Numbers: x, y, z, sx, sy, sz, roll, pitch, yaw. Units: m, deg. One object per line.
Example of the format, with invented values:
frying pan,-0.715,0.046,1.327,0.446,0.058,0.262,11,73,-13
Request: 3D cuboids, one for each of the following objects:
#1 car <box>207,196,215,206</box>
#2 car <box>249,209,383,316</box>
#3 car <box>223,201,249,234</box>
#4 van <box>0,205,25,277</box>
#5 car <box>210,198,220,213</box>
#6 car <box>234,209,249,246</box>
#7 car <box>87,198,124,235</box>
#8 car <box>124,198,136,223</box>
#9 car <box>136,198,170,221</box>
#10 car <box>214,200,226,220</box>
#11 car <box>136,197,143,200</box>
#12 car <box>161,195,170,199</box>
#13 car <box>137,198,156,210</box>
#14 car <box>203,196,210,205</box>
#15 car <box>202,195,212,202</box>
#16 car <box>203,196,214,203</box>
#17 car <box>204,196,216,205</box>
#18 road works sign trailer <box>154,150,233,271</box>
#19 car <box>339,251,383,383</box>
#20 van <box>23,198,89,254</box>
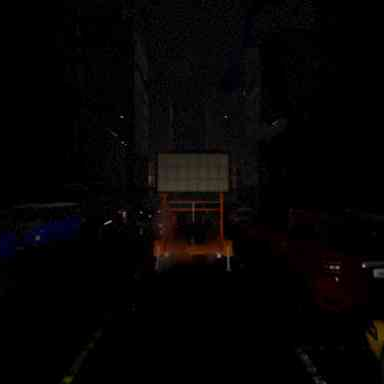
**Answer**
car,2.981,1.467,35.325,2.008,1.369,4.403,-1,0,0
car,2.875,1.299,7.396,2.192,1.841,5.009,-1,0,0
car,2.919,1.483,18.738,1.752,1.417,4.829,-1,0,0
van,-5.656,1.325,7.426,1.690,1.788,3.998,-1,0,0
car,2.960,1.496,29.740,1.947,1.339,4.313,-1,0,0
car,2.899,1.553,12.982,1.802,1.307,4.206,-1,0,0
car,-5.617,1.272,18.597,2.192,1.841,5.009,-1,0,0
car,-5.596,1.384,24.183,1.967,1.590,4.097,-1,0,0
car,-3.011,1.464,26.339,1.812,1.442,4.674,0,0,0
car,2.940,1.510,24.154,1.947,1.339,4.313,-1,0,0
car,-5.558,1.356,35.354,1.967,1.590,4.097,-1,0,0
car,-5.441,1.362,68.869,1.887,1.381,4.507,-1,0,0
car,-5.537,1.483,40.941,1.802,1.307,4.206,-1,0,0
car,3.043,1.421,52.083,2.008,1.369,4.403,-1,0,0
car,3.104,1.400,68.840,1.802,1.307,4.206,-1,0,0
car,3.084,1.401,63.255,1.947,1.339,4.313,-1,0,0
car,3.064,1.378,57.838,1.752,1.417,4.829,-1,0,0
road works sign trailer,0.041,0.440,10.806,2.380,3.560,2.880,0,0,0
car,2.858,1.521,1.980,1.752,1.417,4.829,-1,0,0
van,-5.636,1.312,13.011,1.690,1.788,3.998,-1,0,0
